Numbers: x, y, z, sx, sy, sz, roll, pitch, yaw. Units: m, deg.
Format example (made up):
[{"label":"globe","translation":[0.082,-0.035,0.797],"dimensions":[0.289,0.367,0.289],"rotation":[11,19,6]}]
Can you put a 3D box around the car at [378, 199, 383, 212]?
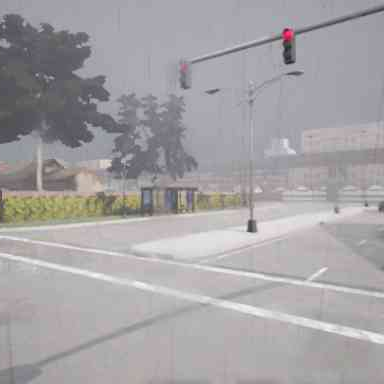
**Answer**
[{"label":"car","translation":[23.621,1.585,40.012],"dimensions":[1.837,1.490,4.892],"rotation":[-1,0,36]}]
